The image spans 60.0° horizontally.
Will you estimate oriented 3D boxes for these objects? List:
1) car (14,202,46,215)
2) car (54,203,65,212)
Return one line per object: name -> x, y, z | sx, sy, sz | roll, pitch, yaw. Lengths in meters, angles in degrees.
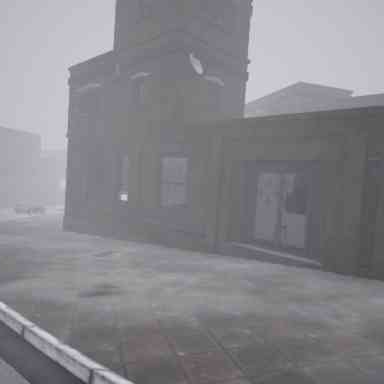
car -> -19.769, 2.000, 40.859 | 2.128, 1.511, 4.902 | 4, -1, 3
car -> -18.608, 2.373, 50.773 | 2.033, 1.411, 5.357 | 4, -1, 16
